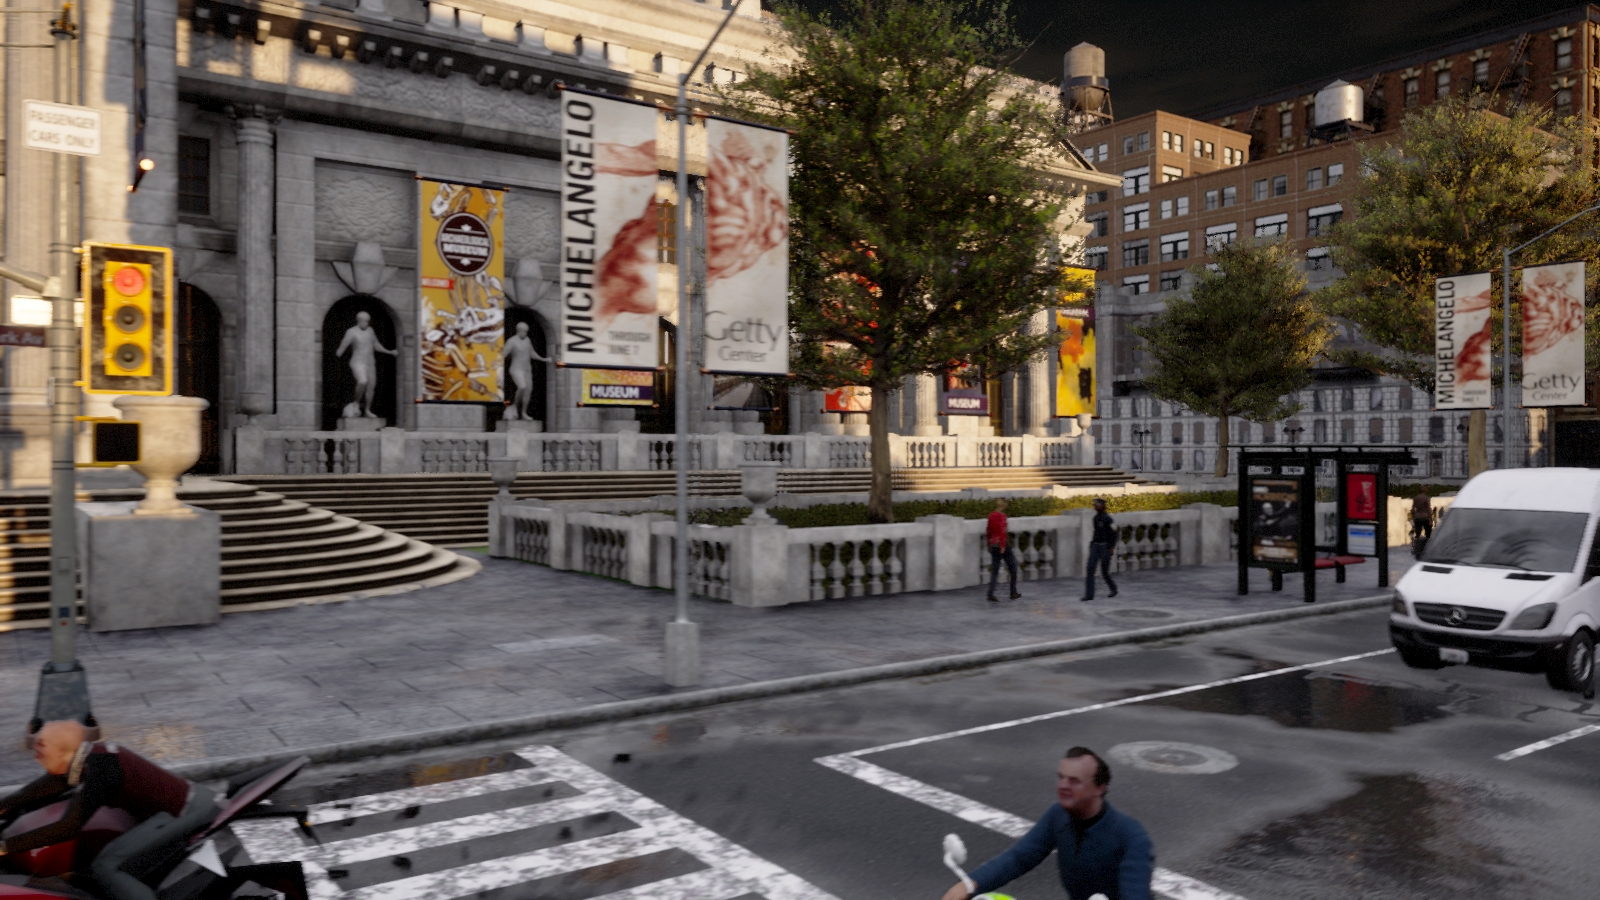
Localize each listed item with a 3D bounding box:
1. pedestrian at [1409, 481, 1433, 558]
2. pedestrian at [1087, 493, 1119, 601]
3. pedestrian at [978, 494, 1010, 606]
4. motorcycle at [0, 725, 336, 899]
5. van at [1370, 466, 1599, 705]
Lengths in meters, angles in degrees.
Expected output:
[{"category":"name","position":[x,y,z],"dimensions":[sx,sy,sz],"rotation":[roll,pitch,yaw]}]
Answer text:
[{"category":"pedestrian","position":[15.218,1.694,28.006],"dimensions":[0.375,1.860,0.375],"rotation":[0,0,-31]},{"category":"pedestrian","position":[5.330,1.694,20.102],"dimensions":[0.375,1.860,0.375],"rotation":[0,0,-36]},{"category":"pedestrian","position":[3.312,1.695,19.498],"dimensions":[0.375,1.860,0.375],"rotation":[0,0,-37]},{"category":"motorcycle","position":[-3.534,2.205,5.577],"dimensions":[2.209,1.251,0.867],"rotation":[0,0,-35]},{"category":"van","position":[10.091,1.532,15.106],"dimensions":[5.915,2.561,1.988],"rotation":[0,0,-35]}]
